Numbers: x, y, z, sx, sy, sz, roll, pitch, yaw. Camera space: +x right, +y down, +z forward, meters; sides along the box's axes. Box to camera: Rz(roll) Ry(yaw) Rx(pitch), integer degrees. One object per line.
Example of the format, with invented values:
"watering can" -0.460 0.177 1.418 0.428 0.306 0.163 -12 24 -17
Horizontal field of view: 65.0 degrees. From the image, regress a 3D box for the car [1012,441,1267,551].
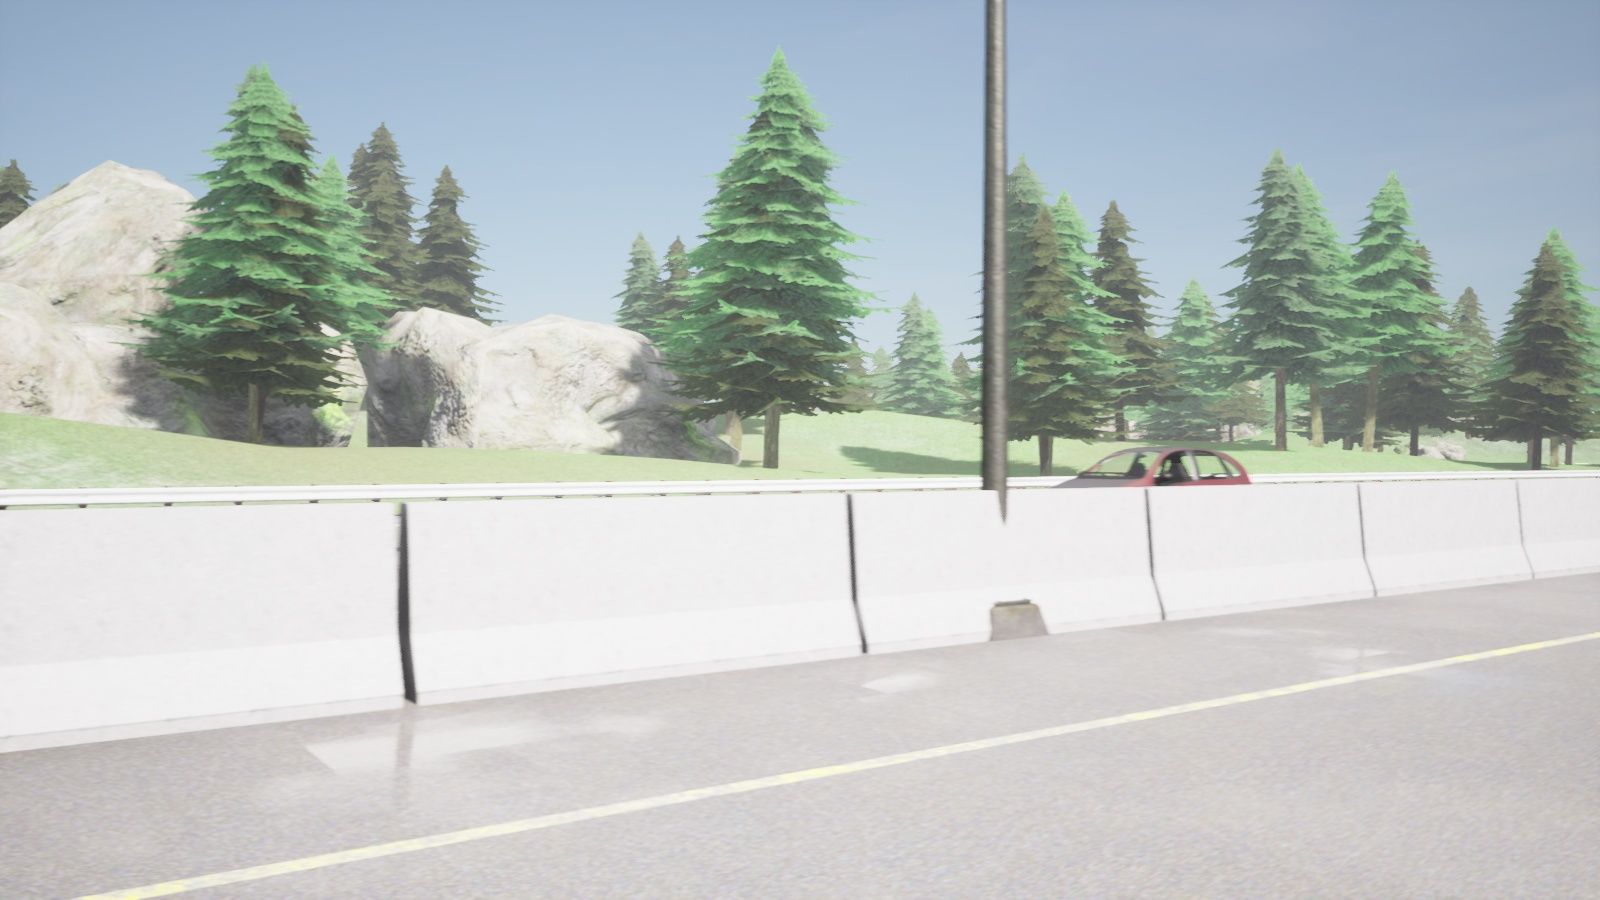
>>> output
"car" 5.531 0.681 20.302 3.988 1.617 1.851 0 0 -35
